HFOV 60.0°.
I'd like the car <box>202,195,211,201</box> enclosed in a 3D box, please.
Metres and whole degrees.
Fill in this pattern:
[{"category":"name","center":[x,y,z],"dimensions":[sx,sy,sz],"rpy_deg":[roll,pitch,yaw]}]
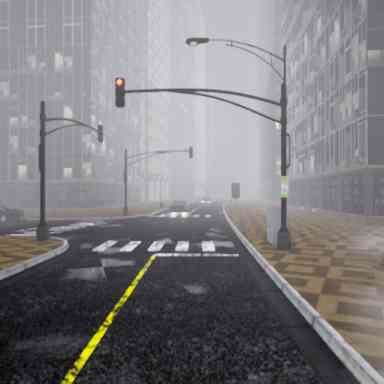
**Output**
[{"category":"car","center":[3.398,1.439,78.143],"dimensions":[1.895,1.301,4.718],"rpy_deg":[0,0,9]}]

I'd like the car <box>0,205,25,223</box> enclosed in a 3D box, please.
[{"category":"car","center":[-16.476,1.838,28.226],"dimensions":[4.403,1.369,2.008],"rpy_deg":[-1,1,10]}]

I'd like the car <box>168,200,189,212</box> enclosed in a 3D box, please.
[{"category":"car","center":[-1.444,1.563,37.654],"dimensions":[1.994,1.385,4.181],"rpy_deg":[0,1,5]}]
